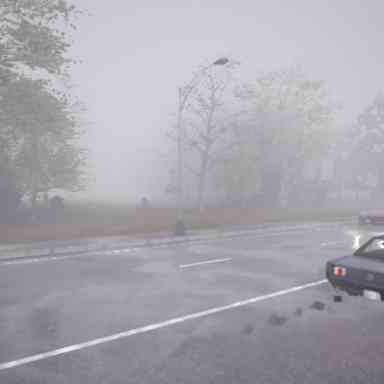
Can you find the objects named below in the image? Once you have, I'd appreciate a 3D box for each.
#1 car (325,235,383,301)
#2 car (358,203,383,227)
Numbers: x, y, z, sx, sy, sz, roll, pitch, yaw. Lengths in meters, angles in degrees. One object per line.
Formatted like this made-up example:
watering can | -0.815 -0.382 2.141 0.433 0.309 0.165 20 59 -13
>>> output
car | 5.118 1.608 7.394 4.718 1.301 1.895 0 0 -36
car | 12.748 1.480 21.673 5.008 1.535 1.882 0 0 -35
